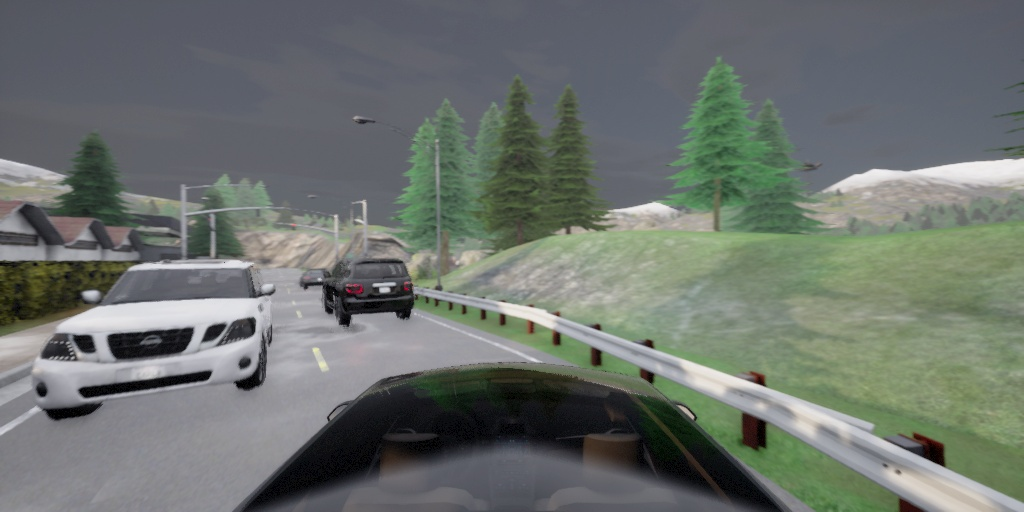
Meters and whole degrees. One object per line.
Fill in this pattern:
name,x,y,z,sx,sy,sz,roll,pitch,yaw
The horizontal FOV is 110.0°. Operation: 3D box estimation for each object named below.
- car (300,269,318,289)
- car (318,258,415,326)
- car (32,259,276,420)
car,-14.534,1.640,26.691,1.994,1.385,4.181,-1,-1,-33
car,-5.220,1.107,12.694,2.150,2.045,5.566,-1,0,-34
car,-5.822,1.085,6.672,2.150,2.045,5.566,0,-1,-32
